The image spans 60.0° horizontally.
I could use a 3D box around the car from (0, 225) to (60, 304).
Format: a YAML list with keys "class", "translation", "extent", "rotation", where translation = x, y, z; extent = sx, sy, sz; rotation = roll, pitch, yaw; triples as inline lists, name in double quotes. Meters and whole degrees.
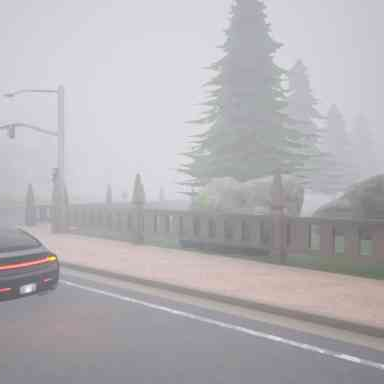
- class: "car"
  translation: [-4.937, 1.503, 7.460]
  extent: [4.892, 1.490, 1.837]
  rotation: [0, 0, 36]

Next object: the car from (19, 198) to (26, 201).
- class: "car"
  translation: [-23.999, 1.536, 41.863]
  extent: [2.033, 1.411, 5.357]
  rotation: [0, 0, 36]

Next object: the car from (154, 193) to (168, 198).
- class: "car"
  translation: [-6.637, 0.879, 66.074]
  extent: [2.128, 1.511, 4.902]
  rotation: [0, 4, 36]

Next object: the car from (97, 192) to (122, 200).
- class: "car"
  translation: [-14.755, 1.063, 60.774]
  extent: [2.150, 2.045, 5.566]
  rotation: [0, 2, 35]

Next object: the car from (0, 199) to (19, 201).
- class: "car"
  translation: [-22.619, 1.554, 37.788]
  extent: [1.994, 1.385, 4.181]
  rotation: [0, 0, 36]

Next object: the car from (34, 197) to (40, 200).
- class: "car"
  translation: [-23.701, 1.491, 48.282]
  extent: [1.837, 1.490, 4.892]
  rotation: [0, 1, 36]

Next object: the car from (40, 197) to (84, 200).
- class: "car"
  translation: [-17.514, 1.516, 44.897]
  extent: [1.812, 1.442, 4.674]
  rotation: [0, 0, 36]

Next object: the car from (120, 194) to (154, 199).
- class: "car"
  translation: [-9.249, 1.357, 56.464]
  extent: [1.837, 1.490, 4.892]
  rotation: [0, 3, 36]
